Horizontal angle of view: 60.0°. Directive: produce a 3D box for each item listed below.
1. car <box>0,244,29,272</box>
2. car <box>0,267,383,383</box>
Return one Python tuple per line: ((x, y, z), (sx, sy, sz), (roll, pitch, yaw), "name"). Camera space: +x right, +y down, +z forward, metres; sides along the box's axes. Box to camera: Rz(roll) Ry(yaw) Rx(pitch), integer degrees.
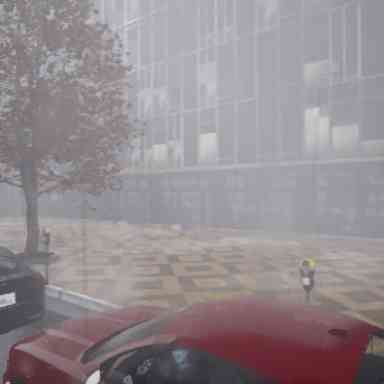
((-4.287, 1.525, 5.808), (4.313, 1.339, 1.947), (0, -1, 36), "car")
((0.309, 1.538, 2.516), (4.507, 1.381, 1.887), (0, -1, 36), "car")
